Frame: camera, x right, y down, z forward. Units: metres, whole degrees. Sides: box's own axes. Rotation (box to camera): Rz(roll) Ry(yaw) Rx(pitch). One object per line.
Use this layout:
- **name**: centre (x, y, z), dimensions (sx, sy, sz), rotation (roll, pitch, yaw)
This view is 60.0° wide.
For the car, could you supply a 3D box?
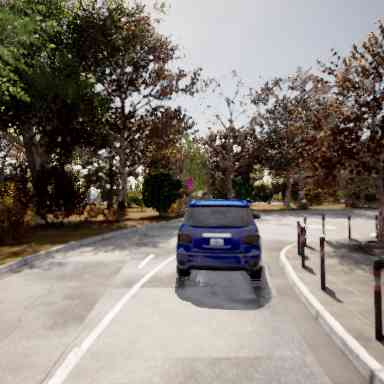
- **car**: centre (0.933, 1.244, 10.227), dimensions (2.150, 2.045, 5.566), rotation (0, 0, 8)
